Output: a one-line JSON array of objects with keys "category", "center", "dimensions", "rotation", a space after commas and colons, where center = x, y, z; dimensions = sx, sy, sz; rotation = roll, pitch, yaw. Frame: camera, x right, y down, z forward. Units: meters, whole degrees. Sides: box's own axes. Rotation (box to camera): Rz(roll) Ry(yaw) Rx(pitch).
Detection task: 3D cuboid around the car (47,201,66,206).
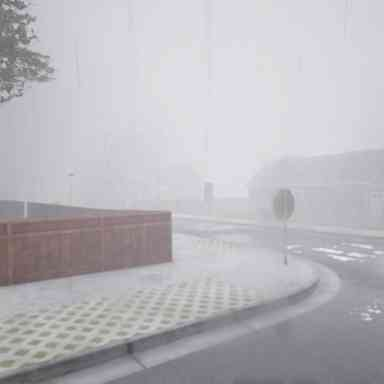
[{"category": "car", "center": [-19.148, 1.932, 46.498], "dimensions": [1.895, 1.301, 4.718], "rotation": [0, 0, -36]}]
